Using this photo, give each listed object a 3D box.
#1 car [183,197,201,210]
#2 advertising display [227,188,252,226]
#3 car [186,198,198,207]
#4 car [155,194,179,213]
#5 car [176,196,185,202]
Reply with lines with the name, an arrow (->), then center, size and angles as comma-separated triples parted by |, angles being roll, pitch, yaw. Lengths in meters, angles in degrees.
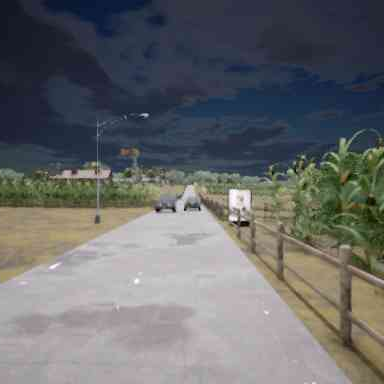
car -> 0.077, 1.428, 43.067 | 2.097, 1.767, 4.553 | 0, 0, 0
advertising display -> 3.149, 0.998, 22.072 | 1.540, 2.440, 0.280 | 1, 1, 0
car -> 0.032, 1.738, 55.546 | 2.033, 1.411, 5.357 | 0, -1, 1
car -> -2.844, 1.253, 37.383 | 2.150, 2.045, 5.566 | 0, 0, 0
car -> -2.754, 1.573, 79.110 | 2.033, 1.411, 5.357 | 0, -1, 0
